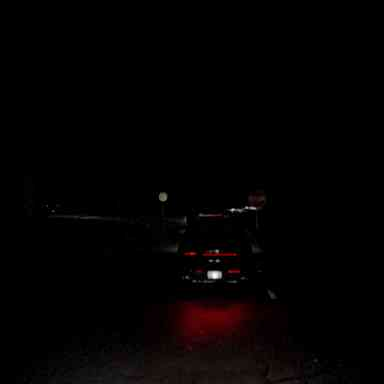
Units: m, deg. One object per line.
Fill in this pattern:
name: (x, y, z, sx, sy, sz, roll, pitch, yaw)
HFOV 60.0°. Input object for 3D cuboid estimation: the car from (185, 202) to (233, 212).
car: (0.716, 1.549, 21.241, 2.128, 1.511, 4.902, 0, 0, -10)

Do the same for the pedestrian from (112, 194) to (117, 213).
pedestrian: (-7.327, 1.112, 31.746, 0.375, 1.860, 0.375, 0, -4, 8)

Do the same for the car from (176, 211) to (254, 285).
car: (0.642, 1.514, 9.526, 1.837, 1.490, 4.892, 0, 0, 4)

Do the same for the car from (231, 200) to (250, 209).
car: (7.619, 2.072, 54.506, 2.033, 1.411, 5.357, 0, -1, 18)

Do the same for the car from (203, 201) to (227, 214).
car: (2.808, 1.833, 39.353, 1.994, 1.385, 4.181, 0, -1, 16)

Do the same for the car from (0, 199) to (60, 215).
car: (-12.891, 1.068, 26.108, 4.718, 1.301, 1.895, 2, -1, 9)
